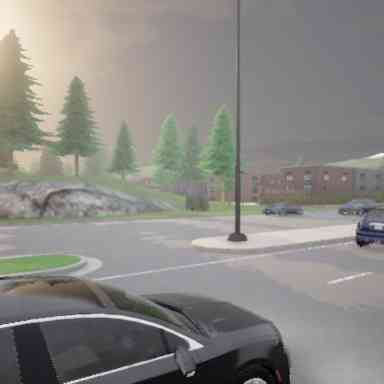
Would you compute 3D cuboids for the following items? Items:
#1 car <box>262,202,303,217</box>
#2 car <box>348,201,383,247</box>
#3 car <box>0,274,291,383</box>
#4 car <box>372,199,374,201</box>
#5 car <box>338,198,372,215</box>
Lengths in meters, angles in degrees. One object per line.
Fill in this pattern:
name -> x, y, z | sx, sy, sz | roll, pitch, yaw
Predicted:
car -> 8.815, 1.637, 32.190 | 4.181, 1.385, 1.994 | 0, 0, -34
car -> 8.930, 1.401, 13.968 | 4.553, 1.767, 2.097 | 0, 0, -34
car -> -1.208, 1.503, 2.754 | 4.892, 1.490, 1.837 | 1, -1, -36
car -> 19.071, 1.599, 30.575 | 4.902, 1.511, 2.128 | 0, 0, -34
car -> 16.642, 1.452, 33.166 | 4.553, 1.767, 2.097 | 0, 0, -34
